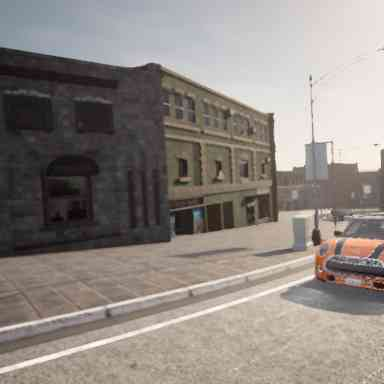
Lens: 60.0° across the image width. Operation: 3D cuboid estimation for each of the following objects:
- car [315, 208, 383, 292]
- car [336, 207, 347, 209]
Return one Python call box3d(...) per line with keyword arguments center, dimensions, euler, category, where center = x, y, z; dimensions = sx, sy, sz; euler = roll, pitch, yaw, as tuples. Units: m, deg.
box3d(center=(5.147, 1.446, 9.096), dimensions=(2.097, 1.767, 4.553), euler=(-1, -2, 43), category="car")
box3d(center=(21.955, 2.928, 48.807), dimensions=(2.128, 1.511, 4.902), euler=(-3, -3, 5), category="car")
